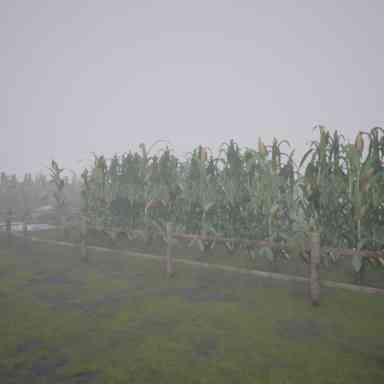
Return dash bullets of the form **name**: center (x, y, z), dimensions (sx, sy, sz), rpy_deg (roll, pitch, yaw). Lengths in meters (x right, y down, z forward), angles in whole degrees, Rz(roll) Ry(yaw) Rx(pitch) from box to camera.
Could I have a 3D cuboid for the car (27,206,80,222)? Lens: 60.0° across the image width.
- **car**: center (-11.003, 1.686, 26.242), dimensions (1.994, 1.385, 4.181), rpy_deg (-1, -1, 37)
